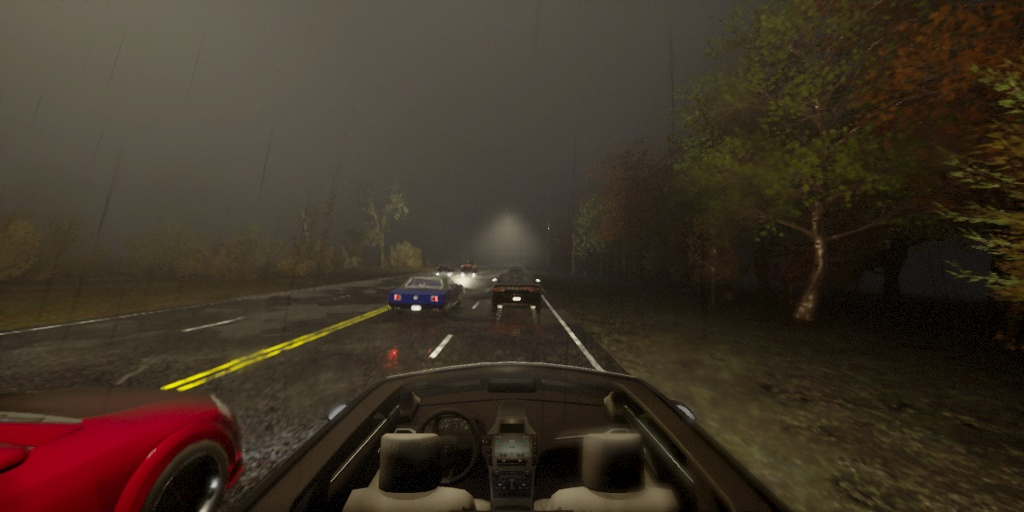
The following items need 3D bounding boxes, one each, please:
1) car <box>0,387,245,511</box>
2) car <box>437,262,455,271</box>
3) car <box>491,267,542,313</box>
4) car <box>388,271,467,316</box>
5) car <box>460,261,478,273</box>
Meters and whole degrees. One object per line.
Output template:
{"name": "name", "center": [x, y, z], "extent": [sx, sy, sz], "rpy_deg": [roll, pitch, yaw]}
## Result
{"name": "car", "center": [-3.130, 1.231, 1.156], "extent": [1.994, 1.385, 4.181], "rpy_deg": [2, -1, 0]}
{"name": "car", "center": [-9.341, 1.526, 51.069], "extent": [1.882, 1.535, 5.008], "rpy_deg": [2, -1, 1]}
{"name": "car", "center": [0.180, 1.405, 15.108], "extent": [1.882, 1.535, 5.008], "rpy_deg": [1, -1, 0]}
{"name": "car", "center": [-3.077, 1.423, 13.836], "extent": [1.895, 1.301, 4.718], "rpy_deg": [2, -1, 0]}
{"name": "car", "center": [-6.076, 1.509, 51.661], "extent": [2.097, 1.767, 4.553], "rpy_deg": [2, -1, 1]}
